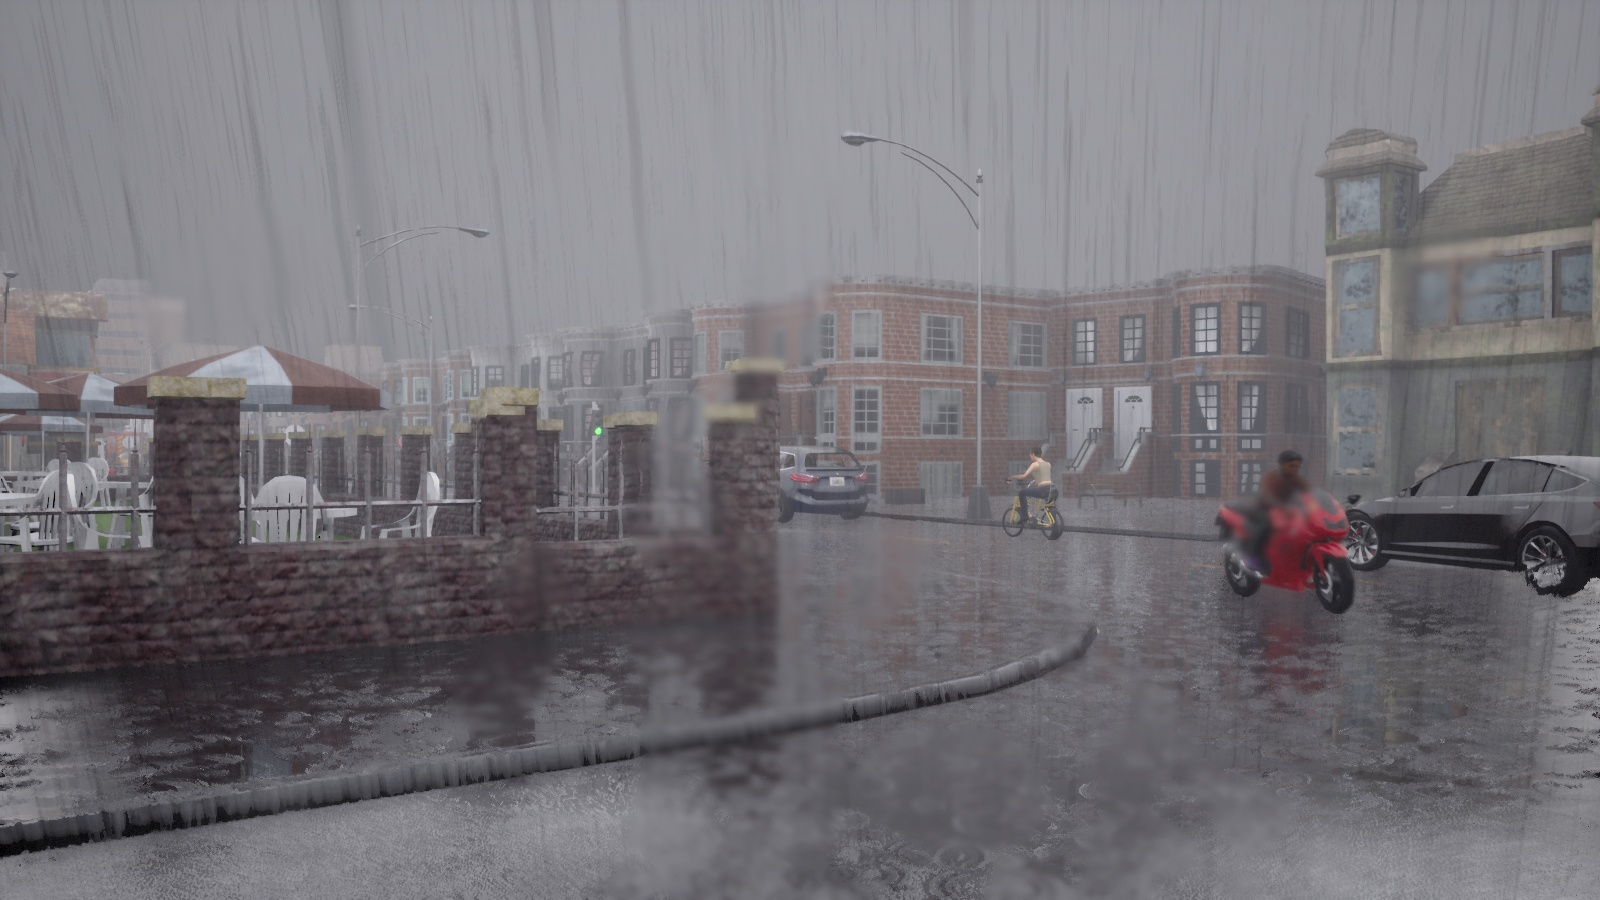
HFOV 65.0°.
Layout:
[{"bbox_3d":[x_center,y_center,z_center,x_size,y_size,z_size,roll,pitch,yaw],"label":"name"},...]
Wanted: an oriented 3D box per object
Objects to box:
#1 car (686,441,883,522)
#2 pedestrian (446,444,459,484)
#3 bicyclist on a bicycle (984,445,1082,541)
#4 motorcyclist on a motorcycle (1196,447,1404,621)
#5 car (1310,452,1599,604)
[{"bbox_3d":[-0.451,0.660,28.472,2.242,1.667,4.611,0,0,-35],"label":"car"},{"bbox_3d":[-16.034,0.630,57.975,0.370,1.835,0.726,0,0,-35],"label":"pedestrian"},{"bbox_3d":[4.062,0.726,21.936,0.866,1.612,1.509,0,0,-34],"label":"bicyclist on a bicycle"},{"bbox_3d":[4.821,0.748,12.284,0.797,1.523,2.044,-2,0,-14],"label":"motorcyclist on a motorcycle"},{"bbox_3d":[8.401,0.764,14.686,2.163,1.488,4.792,0,0,-12],"label":"car"}]
